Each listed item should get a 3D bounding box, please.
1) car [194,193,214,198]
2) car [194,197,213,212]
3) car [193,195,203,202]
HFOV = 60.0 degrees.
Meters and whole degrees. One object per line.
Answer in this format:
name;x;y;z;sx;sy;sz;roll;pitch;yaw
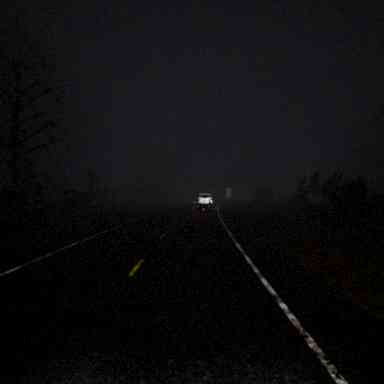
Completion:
car;1.995;1.203;48.708;2.150;2.045;5.566;0;0;5
car;1.377;1.588;38.379;1.895;1.301;4.718;0;0;4
car;1.474;1.477;77.788;1.812;1.442;4.674;0;0;7
